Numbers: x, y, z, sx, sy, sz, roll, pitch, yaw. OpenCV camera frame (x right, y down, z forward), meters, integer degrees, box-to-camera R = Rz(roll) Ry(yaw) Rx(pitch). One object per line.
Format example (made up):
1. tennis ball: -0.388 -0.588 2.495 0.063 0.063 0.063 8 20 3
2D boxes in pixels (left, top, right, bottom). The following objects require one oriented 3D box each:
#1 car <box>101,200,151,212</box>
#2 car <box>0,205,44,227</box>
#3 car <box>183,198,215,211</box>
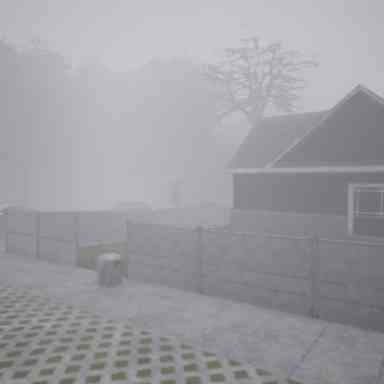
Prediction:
1. car: -5.614 1.483 28.574 1.837 1.490 4.892 2 2 36
2. car: -11.414 1.529 20.483 1.812 1.442 4.674 2 1 36
3. car: 0.940 1.374 37.701 1.812 1.442 4.674 2 2 36
